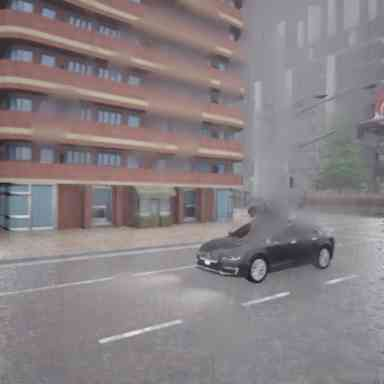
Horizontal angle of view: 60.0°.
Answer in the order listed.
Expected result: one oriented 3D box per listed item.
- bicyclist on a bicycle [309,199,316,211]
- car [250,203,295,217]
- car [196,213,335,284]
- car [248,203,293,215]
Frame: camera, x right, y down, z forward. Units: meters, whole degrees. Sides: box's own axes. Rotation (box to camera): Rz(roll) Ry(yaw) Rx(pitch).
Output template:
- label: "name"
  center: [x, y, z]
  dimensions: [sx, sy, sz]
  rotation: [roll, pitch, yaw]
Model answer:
- label: "bicyclist on a bicycle"
  center: [16.648, 1.784, 45.981]
  dimensions: [1.656, 1.620, 0.582]
  rotation: [0, 0, -36]
- label: "car"
  center: [8.720, 1.941, 36.516]
  dimensions: [1.895, 1.301, 4.718]
  rotation: [1, 0, -36]
- label: "car"
  center: [2.371, 1.597, 10.015]
  dimensions: [4.892, 1.490, 1.837]
  rotation: [1, 0, -36]
- label: "car"
  center: [7.448, 1.825, 32.351]
  dimensions: [1.812, 1.442, 4.674]
  rotation: [1, -1, -36]
